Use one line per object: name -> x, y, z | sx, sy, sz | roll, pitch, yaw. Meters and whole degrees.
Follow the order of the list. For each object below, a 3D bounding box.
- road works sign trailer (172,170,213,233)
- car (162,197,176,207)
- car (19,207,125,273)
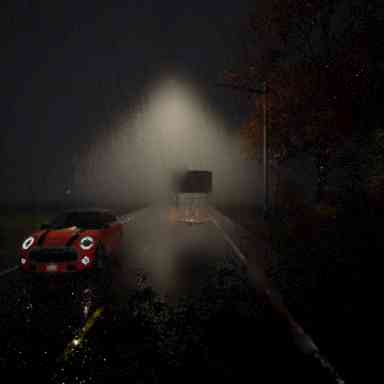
road works sign trailer -> 0.010, 0.481, 19.841 | 2.380, 3.560, 2.880 | 0, 0, 0
car -> -3.557, 1.511, 52.057 | 1.882, 1.535, 5.008 | 0, 0, 1
car -> -3.599, 1.361, 10.785 | 2.097, 1.767, 4.553 | 0, 0, 0
